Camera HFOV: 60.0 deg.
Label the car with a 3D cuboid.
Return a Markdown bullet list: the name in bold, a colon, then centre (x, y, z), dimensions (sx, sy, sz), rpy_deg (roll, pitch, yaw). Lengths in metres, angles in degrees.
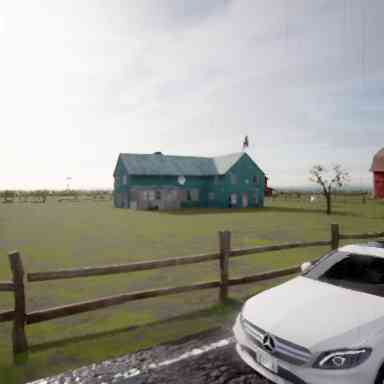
- **car**: centre (2.745, 1.504, 4.747), dimensions (4.674, 1.442, 1.812), rpy_deg (0, 0, -33)
